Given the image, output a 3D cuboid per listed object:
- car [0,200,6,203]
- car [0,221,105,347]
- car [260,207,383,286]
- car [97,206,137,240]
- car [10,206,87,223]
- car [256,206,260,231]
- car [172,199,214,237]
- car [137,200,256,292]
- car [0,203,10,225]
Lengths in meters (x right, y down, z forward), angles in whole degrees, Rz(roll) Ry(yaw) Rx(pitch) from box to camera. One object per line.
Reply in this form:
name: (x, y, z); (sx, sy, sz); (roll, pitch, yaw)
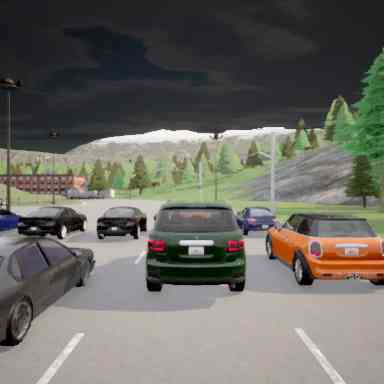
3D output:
car: (-29.539, 1.481, 48.255); (4.902, 1.511, 2.128); (0, 0, -1)
car: (-3.417, 1.546, 6.245); (2.033, 1.411, 5.357); (0, 0, 0)
car: (3.578, 1.350, 9.589); (2.097, 1.767, 4.553); (0, 0, 0)
car: (-3.456, 1.474, 17.158); (1.882, 1.535, 5.008); (0, 0, 0)
car: (-6.963, 1.474, 17.167); (1.882, 1.535, 5.008); (0, 0, 1)
car: (3.523, 1.522, 18.445); (1.812, 1.442, 4.674); (0, 0, -1)
car: (0.017, 1.348, 18.621); (2.097, 1.767, 4.553); (0, 0, -1)
car: (0.080, 1.219, 9.057); (2.150, 2.045, 5.566); (0, 0, 0)
car: (-10.457, 1.522, 17.369); (1.812, 1.442, 4.674); (0, 0, -1)
